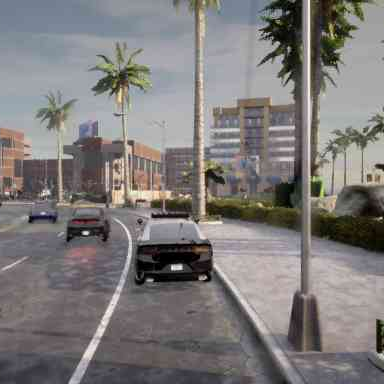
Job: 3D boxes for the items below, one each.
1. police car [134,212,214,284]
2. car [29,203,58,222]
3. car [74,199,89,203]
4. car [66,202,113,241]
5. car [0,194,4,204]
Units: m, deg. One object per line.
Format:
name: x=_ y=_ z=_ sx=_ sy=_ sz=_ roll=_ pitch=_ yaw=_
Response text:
police car: x=-0.655 y=1.424 z=9.771 sx=1.930 sy=1.638 sz=5.238 roll=0 pitch=0 yaw=-7
car: x=-11.773 y=1.554 z=26.430 sx=1.994 sy=1.385 sz=4.181 roll=0 pitch=0 yaw=-22
car: x=-10.721 y=1.447 z=32.277 sx=1.801 sy=1.575 sz=5.366 roll=0 pitch=0 yaw=-26
car: x=-5.116 y=1.501 z=16.789 sx=1.837 sy=1.490 sz=4.892 roll=0 pitch=0 yaw=-12
car: x=-24.321 y=0.819 z=39.677 sx=5.566 sy=2.045 sz=2.150 roll=0 pitch=0 yaw=44
